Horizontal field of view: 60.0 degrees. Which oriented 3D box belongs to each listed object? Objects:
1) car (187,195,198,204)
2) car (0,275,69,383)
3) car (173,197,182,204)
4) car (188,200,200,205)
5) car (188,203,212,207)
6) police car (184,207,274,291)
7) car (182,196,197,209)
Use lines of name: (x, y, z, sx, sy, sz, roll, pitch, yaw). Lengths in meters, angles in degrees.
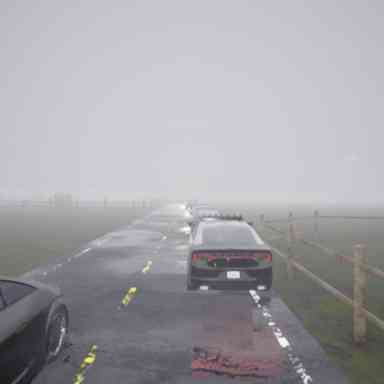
car: (0.033, 1.506, 66.816, 2.097, 1.767, 4.553, 0, 0, 0)
car: (-2.749, 1.572, 3.095, 1.994, 1.385, 4.181, 0, 0, 0)
car: (-2.717, 1.701, 66.752, 2.033, 1.411, 5.357, 0, 0, 0)
car: (0.836, 1.586, 25.095, 1.812, 1.442, 4.674, 0, 0, 0)
car: (0.833, 1.572, 19.095, 1.812, 1.442, 4.674, 0, 0, 0)
police car: (0.828, 1.448, 9.205, 1.930, 1.638, 5.238, 0, 0, 0)
car: (0.049, 1.656, 45.648, 2.033, 1.411, 5.357, 0, 0, 1)
